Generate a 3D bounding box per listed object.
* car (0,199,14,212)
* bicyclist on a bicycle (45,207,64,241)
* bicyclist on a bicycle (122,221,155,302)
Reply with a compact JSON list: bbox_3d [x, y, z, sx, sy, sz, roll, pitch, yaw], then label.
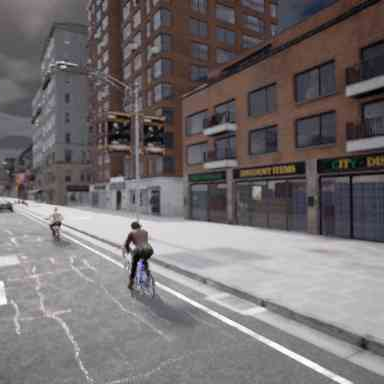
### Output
[{"bbox_3d":[-24.485,1.838,43.417,1.812,1.442,4.674,-1,0,-32],"label":"car"},{"bbox_3d":[-6.572,1.520,16.023,0.866,1.612,1.509,-1,0,-32],"label":"bicyclist on a bicycle"},{"bbox_3d":[-1.185,1.469,7.280,0.582,1.620,1.656,-1,0,-32],"label":"bicyclist on a bicycle"}]
